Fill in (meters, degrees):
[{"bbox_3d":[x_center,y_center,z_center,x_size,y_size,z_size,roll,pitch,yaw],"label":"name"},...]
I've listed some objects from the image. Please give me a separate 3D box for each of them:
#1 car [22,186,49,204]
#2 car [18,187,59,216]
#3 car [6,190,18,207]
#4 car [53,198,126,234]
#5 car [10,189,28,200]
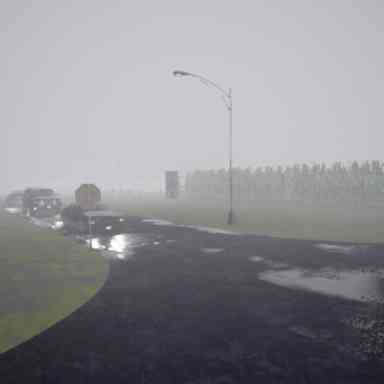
[{"bbox_3d":[-20.502,0.330,43.375,2.150,2.045,5.566,-2,2,-36],"label":"car"},{"bbox_3d":[-12.097,0.711,26.654,2.150,2.045,5.566,-2,2,-35],"label":"car"},{"bbox_3d":[-19.225,0.830,36.600,1.812,1.442,4.674,-2,3,-36],"label":"car"},{"bbox_3d":[-5.342,1.202,17.275,2.033,1.411,5.357,-2,2,-36],"label":"car"},{"bbox_3d":[-27.990,0.391,53.798,1.882,1.535,5.008,-2,2,-36],"label":"car"}]
